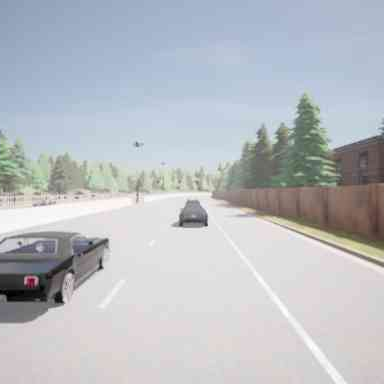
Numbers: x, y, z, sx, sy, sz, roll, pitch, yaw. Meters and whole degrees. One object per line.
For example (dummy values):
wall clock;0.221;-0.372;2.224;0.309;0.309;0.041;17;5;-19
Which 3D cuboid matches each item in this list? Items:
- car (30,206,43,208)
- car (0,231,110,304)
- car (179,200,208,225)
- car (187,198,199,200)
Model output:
car;-13.995;1.574;31.775;1.994;1.385;4.181;0;0;0
car;-3.399;1.592;8.077;1.895;1.301;4.718;0;0;0
car;0.104;1.538;23.532;1.994;1.385;4.181;0;0;0
car;0.106;1.447;41.399;2.128;1.511;4.902;0;0;0
